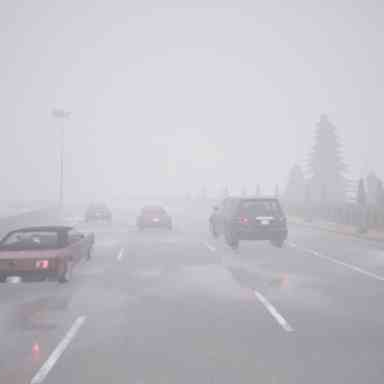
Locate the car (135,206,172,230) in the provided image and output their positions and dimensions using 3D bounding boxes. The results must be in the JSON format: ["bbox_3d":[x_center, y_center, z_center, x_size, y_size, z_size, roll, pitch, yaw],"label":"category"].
[{"bbox_3d":[-2.497,1.566,21.101,1.994,1.385,4.181,0,0,-12],"label":"car"}]

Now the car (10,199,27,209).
[{"bbox_3d":[-25.841,1.733,49.474,1.812,1.442,4.674,0,0,-33],"label":"car"}]

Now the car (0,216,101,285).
[{"bbox_3d":[-4.060,1.611,9.417,1.895,1.301,4.718,0,0,-6],"label":"car"}]

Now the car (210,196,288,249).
[{"bbox_3d":[2.284,1.200,14.786,2.150,2.045,5.566,0,0,-8],"label":"car"}]

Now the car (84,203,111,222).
[{"bbox_3d":[-7.490,1.597,26.493,1.994,1.385,4.181,0,0,-16],"label":"car"}]
